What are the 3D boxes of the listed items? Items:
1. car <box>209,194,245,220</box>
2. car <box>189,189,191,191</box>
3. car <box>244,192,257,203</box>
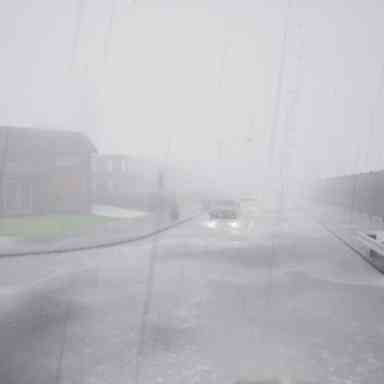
[{"bbox_3d":[2.417,1.161,23.614,1.837,1.490,4.892,0,3,14],"label":"car"},{"bbox_3d":[-1.605,0.083,63.078,3.633,1.501,1.845,0,1,14],"label":"car"},{"bbox_3d":[7.938,0.715,46.202,1.882,1.535,5.008,0,1,14],"label":"car"}]
